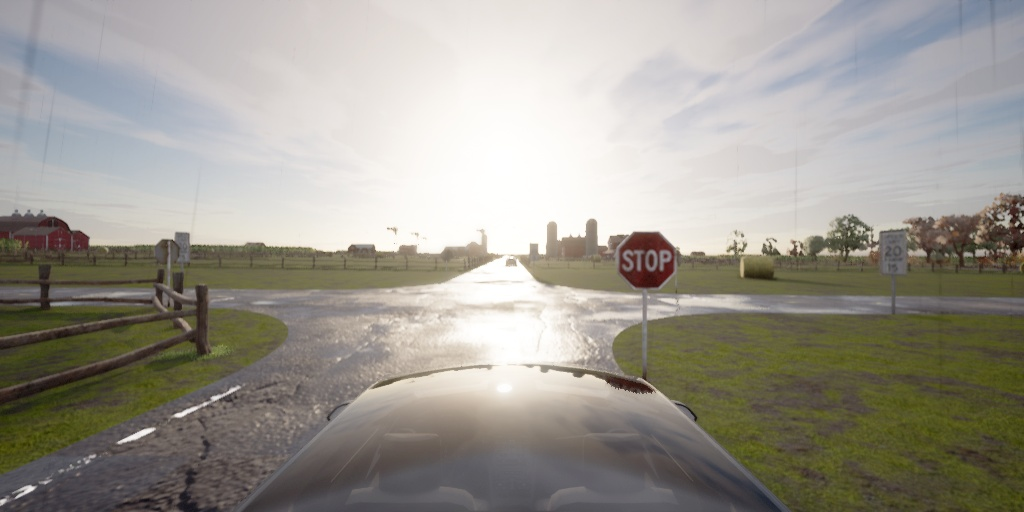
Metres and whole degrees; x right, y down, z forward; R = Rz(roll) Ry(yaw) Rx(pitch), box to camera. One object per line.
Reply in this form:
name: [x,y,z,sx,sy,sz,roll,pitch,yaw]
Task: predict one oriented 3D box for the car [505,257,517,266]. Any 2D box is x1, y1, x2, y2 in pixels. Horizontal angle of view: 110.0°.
car: [-0.134,0.875,60.590,2.128,1.511,4.902,0,0,0]
